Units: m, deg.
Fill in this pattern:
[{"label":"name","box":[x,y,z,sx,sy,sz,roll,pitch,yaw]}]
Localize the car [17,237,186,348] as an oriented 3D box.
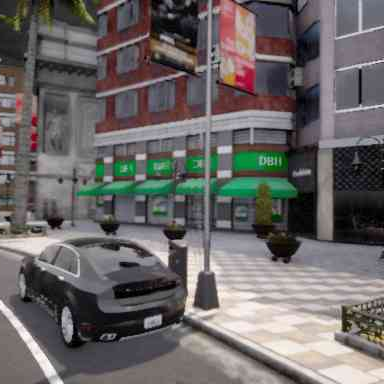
[{"label":"car","box":[-2.094,1.675,6.738,1.837,1.490,4.892,2,-2,-39]}]
